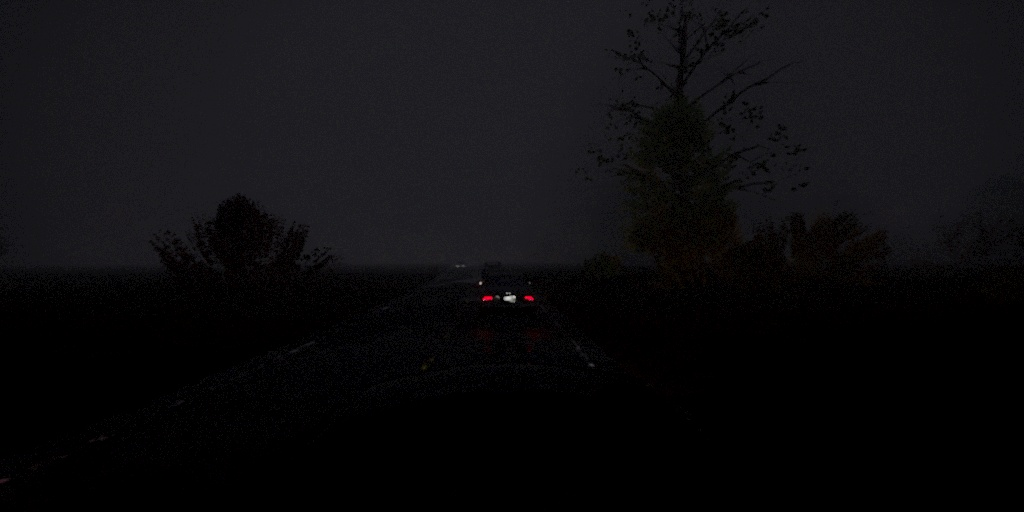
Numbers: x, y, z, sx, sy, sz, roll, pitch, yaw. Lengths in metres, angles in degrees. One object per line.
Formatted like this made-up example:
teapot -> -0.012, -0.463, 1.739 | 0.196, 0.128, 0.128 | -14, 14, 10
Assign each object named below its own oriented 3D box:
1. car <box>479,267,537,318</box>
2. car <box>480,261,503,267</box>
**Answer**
car -> -0.227, 1.283, 12.916 | 2.033, 1.411, 5.357 | 0, 0, -3
car -> -1.761, 1.207, 31.424 | 2.128, 1.511, 4.902 | 0, 0, -7
